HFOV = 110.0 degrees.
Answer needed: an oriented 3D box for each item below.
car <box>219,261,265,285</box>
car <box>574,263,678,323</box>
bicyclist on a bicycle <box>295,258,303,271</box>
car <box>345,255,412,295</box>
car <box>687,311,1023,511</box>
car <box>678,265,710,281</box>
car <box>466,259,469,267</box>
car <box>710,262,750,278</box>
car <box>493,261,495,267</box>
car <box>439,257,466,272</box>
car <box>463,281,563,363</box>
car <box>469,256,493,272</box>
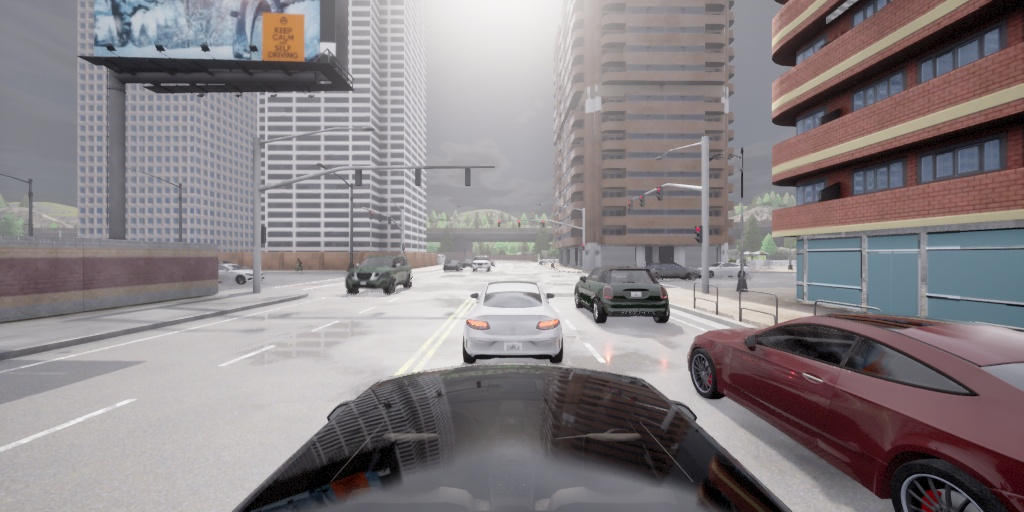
[{"bbox_3d":[-20.455,1.276,25.825,4.674,1.442,1.812,0,0,0],"label":"car"},{"bbox_3d":[3.494,1.102,12.236,2.097,1.767,4.553,0,0,0],"label":"car"},{"bbox_3d":[-25.994,1.051,43.769,0.582,1.620,1.656,0,0,0],"label":"bicyclist on a bicycle"},{"bbox_3d":[-7.254,0.971,20.192,2.150,2.045,5.566,0,0,0],"label":"car"},{"bbox_3d":[3.579,1.276,3.517,1.812,1.442,4.674,0,0,0],"label":"car"},{"bbox_3d":[12.716,1.297,29.197,5.357,1.411,2.033,0,0,-2],"label":"car"},{"bbox_3d":[-7.574,1.227,61.848,1.882,1.535,5.008,0,0,0],"label":"car"},{"bbox_3d":[19.372,1.276,33.106,4.674,1.442,1.812,0,0,0],"label":"car"},{"bbox_3d":[-4.083,1.275,63.978,1.812,1.442,4.674,0,0,0],"label":"car"},{"bbox_3d":[-7.567,1.227,46.018,1.882,1.535,5.008,0,0,1],"label":"car"},{"bbox_3d":[0.014,1.276,8.019,1.812,1.442,4.674,0,0,0],"label":"car"},{"bbox_3d":[-3.985,0.971,47.075,2.150,2.045,5.566,0,0,0],"label":"car"}]
